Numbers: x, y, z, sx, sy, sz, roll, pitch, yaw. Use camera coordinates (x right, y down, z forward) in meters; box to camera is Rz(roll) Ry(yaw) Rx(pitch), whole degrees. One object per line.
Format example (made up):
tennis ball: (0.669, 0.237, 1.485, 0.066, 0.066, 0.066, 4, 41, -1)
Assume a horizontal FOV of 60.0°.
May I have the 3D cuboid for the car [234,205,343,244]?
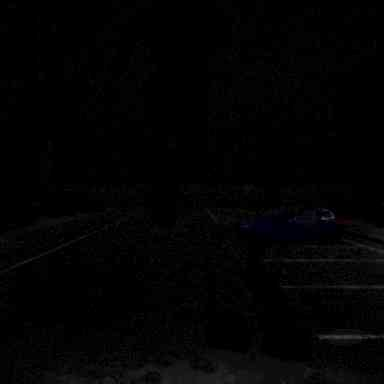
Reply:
car: (4.216, 1.412, 14.884, 4.611, 1.667, 2.242, 0, 0, 1)
